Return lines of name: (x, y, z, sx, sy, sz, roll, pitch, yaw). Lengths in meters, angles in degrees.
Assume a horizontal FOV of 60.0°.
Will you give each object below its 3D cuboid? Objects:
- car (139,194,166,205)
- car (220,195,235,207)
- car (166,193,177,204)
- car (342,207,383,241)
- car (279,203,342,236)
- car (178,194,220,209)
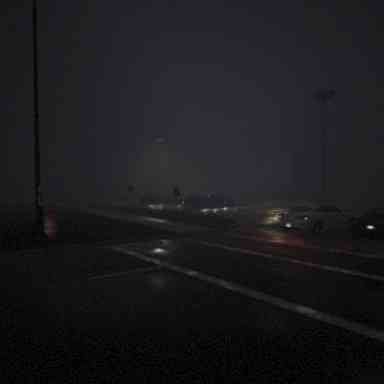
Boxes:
car: (-6.271, 1.132, 49.605, 1.837, 1.490, 4.892, -1, 0, -34)
car: (3.352, 1.079, 41.844, 1.837, 1.490, 4.892, -1, 1, -35)
car: (-2.413, 0.925, 50.162, 2.097, 1.767, 4.553, -1, 0, -34)
car: (8.624, 1.324, 14.196, 4.181, 1.385, 1.994, -1, 1, -35)
car: (6.393, 1.290, 16.903, 4.674, 1.442, 1.812, -1, 1, -35)
car: (0.780, 1.135, 39.404, 1.837, 1.490, 4.892, -1, 1, -35)
